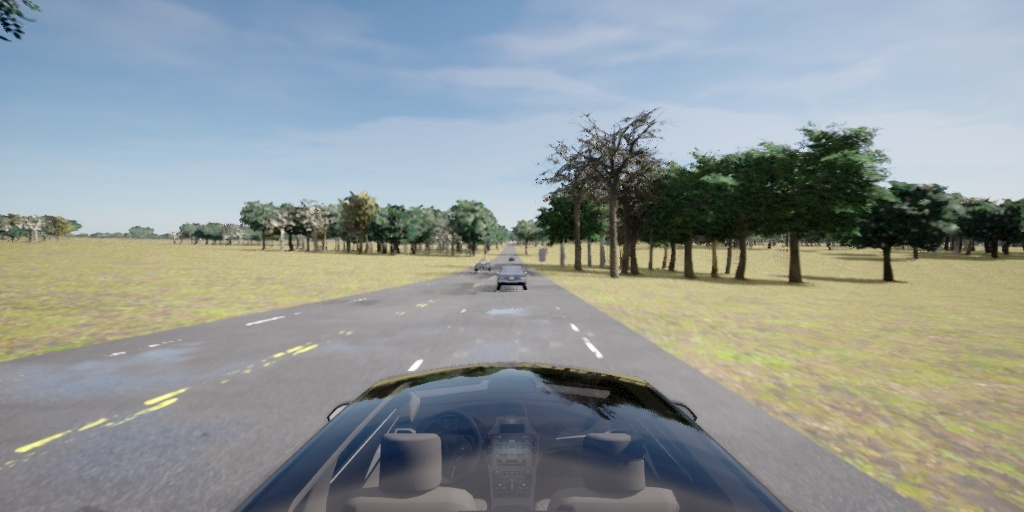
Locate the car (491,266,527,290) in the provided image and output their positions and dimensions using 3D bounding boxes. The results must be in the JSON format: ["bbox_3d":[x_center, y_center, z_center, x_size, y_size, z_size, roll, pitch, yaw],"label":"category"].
[{"bbox_3d":[-0.012,1.321,22.949,2.033,1.411,5.357,0,0,0],"label":"car"}]

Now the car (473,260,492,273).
[{"bbox_3d":[-3.522,1.225,43.741,1.994,1.385,4.181,0,0,0],"label":"car"}]
